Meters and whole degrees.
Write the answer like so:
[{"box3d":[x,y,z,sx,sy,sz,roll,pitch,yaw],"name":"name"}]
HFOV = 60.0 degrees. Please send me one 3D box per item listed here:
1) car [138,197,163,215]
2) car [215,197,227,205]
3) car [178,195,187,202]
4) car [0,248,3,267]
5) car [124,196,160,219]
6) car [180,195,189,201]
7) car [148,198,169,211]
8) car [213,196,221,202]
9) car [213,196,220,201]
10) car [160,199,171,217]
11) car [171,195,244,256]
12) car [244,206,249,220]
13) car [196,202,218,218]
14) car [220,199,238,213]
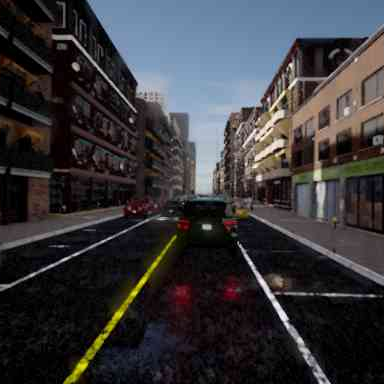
[{"box3d":[-4.241,1.394,34.678,1.967,1.590,4.097,1,0,3],"name":"car"},{"box3d":[5.381,1.662,62.455,2.008,1.369,4.403,1,0,3],"name":"car"},{"box3d":[-2.239,1.552,79.723,2.008,1.369,4.403,1,0,3],"name":"car"},{"box3d":[-5.495,1.503,6.525,1.802,1.307,4.206,1,0,3],"name":"car"},{"box3d":[-4.488,1.263,29.048,2.192,1.841,5.009,1,0,3],"name":"car"},{"box3d":[-1.989,1.558,85.354,2.008,1.369,4.403,1,0,3],"name":"car"},{"box3d":[-3.992,1.505,40.310,1.887,1.381,4.507,1,0,3],"name":"car"},{"box3d":[6.391,1.659,85.147,1.752,1.417,4.829,1,0,3],"name":"car"},{"box3d":[6.633,1.704,90.608,1.947,1.339,4.313,1,0,3],"name":"car"},{"box3d":[-1.765,1.496,31.485,1.837,1.490,4.892,1,0,3],"name":"car"},{"box3d":[0.611,1.239,13.471,2.150,2.045,5.566,1,0,3],"name":"car"},{"box3d":[3.886,1.600,28.841,1.752,1.417,4.829,1,0,3],"name":"car"},{"box3d":[1.401,1.639,31.294,1.895,1.301,4.718,1,0,3],"name":"car"},{"box3d":[4.379,1.631,39.933,1.887,1.381,4.507,1,0,3],"name":"car"}]
